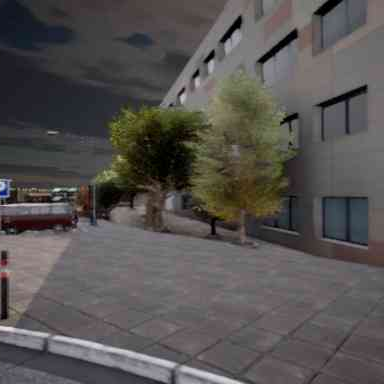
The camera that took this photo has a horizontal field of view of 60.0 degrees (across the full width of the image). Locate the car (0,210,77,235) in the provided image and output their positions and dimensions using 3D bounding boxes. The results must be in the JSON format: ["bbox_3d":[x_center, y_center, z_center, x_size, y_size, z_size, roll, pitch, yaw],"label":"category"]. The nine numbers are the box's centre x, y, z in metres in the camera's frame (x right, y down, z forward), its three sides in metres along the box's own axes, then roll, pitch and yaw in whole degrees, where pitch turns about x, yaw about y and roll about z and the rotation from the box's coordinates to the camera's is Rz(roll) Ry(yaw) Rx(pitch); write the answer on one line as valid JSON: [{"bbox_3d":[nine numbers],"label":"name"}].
[{"bbox_3d":[-10.778,2.132,23.694,4.792,1.488,2.163,0,-3,-21],"label":"car"}]

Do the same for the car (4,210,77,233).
[{"bbox_3d":[-11.827,2.273,26.321,5.008,1.535,2.097,0,-4,-22],"label":"car"}]

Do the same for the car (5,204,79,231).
[{"bbox_3d":[-12.845,2.202,28.871,5.566,2.045,2.435,0,-4,-21],"label":"car"}]

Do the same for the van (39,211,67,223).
[{"bbox_3d":[-23.988,4.296,57.433,4.442,1.987,1.878,0,-4,-21],"label":"van"}]

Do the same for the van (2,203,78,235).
[{"bbox_3d":[-9.699,1.732,21.143,4.442,1.987,1.878,0,-3,-21],"label":"van"}]
